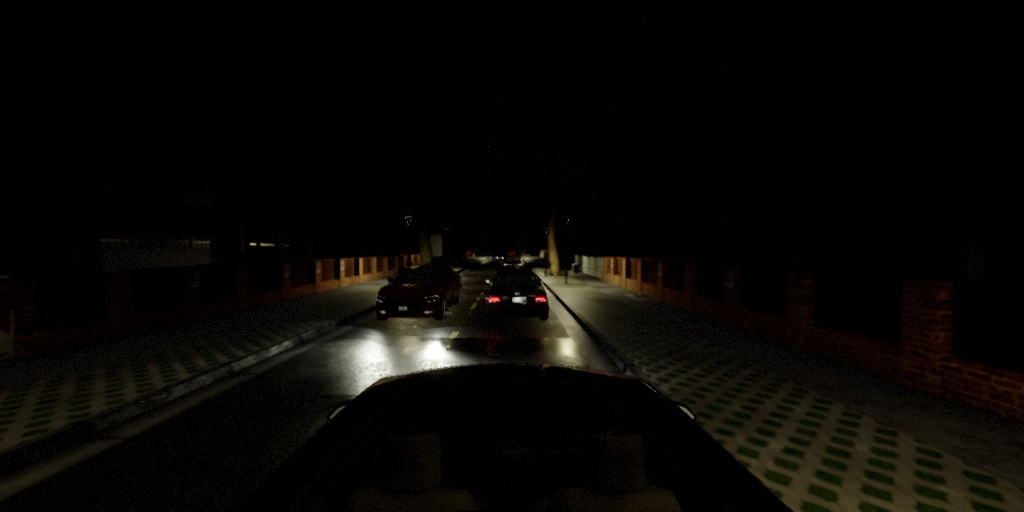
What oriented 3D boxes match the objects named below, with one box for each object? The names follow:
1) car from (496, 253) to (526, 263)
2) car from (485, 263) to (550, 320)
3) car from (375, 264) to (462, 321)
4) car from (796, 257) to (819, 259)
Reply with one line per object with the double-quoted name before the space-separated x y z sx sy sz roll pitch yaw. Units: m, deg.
"car" 0.081 0.776 27.616 2.128 1.511 4.902 0 1 0
"car" 0.098 1.132 11.718 2.033 1.411 5.357 0 1 -1
"car" -2.851 1.060 11.872 1.882 1.535 5.008 0 1 0
"car" 36.198 0.887 44.352 4.902 1.511 2.128 0 1 0
